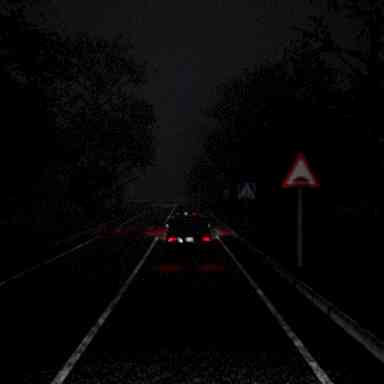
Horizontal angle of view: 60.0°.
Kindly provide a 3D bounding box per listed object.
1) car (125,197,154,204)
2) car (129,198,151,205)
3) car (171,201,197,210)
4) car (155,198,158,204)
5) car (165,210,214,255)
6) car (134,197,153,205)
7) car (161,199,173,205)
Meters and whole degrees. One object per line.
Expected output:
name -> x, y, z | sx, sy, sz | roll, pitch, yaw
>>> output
car -> -11.961, 2.145, 76.231 | 5.366, 1.575, 1.946 | 0, -2, -1
car -> -12.225, 2.230, 78.993 | 4.892, 1.521, 2.231 | 0, -2, -1
car -> -0.546, 1.776, 29.015 | 2.033, 1.411, 5.357 | 0, 0, -1
car -> -12.409, 2.267, 87.316 | 5.566, 2.045, 2.435 | 0, -2, -1
car -> -0.147, 1.717, 14.019 | 2.033, 1.411, 5.357 | 0, 0, -1
car -> -12.396, 2.291, 84.541 | 4.553, 1.767, 2.185 | 0, -2, -1
car -> -4.938, 2.119, 71.701 | 1.994, 1.385, 4.181 | 0, -1, -2
